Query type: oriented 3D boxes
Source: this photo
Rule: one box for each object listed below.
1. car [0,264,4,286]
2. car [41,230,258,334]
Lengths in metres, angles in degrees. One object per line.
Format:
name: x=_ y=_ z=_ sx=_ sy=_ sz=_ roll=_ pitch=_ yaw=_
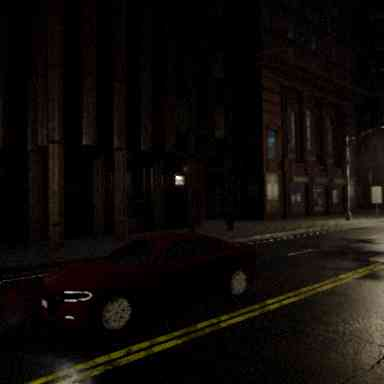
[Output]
car: x=-6.570 y=1.778 z=6.644 sx=4.892 sy=1.490 sz=1.837 roll=0 pitch=-2 yaw=-40
car: x=-0.648 y=1.665 z=7.389 sx=5.008 sy=1.535 sz=1.882 roll=0 pitch=-2 yaw=-40
